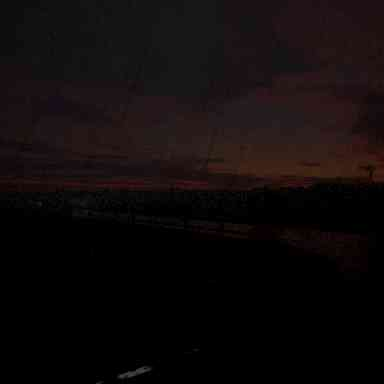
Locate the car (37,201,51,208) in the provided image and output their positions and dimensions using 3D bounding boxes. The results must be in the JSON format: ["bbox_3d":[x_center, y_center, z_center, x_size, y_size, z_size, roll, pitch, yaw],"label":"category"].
[{"bbox_3d":[-35.729,3.201,81.491,2.033,1.411,5.357,0,-1,-35],"label":"car"}]

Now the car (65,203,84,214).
[{"bbox_3d":[-17.925,2.456,50.761,2.128,1.511,4.902,0,-1,-35],"label":"car"}]
